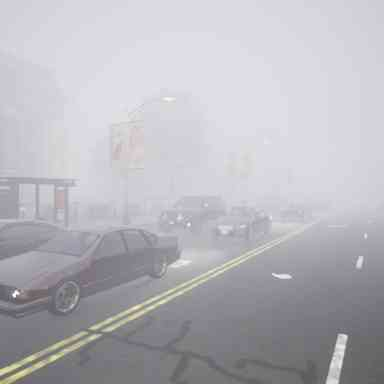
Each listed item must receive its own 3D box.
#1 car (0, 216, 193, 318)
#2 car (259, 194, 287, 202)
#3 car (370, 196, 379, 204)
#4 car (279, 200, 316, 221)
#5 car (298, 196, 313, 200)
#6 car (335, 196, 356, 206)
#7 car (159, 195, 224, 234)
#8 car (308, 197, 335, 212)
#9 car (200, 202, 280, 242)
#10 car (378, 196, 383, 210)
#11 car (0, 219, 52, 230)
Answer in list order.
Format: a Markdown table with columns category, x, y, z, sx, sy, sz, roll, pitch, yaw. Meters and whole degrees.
| category | x | y | z | sx | sy | sz | roll | pitch | yaw |
| --- | --- | --- | --- | --- | --- | --- | --- | --- | --- |
| car | -2.241 | 1.550 | 7.934 | 2.033 | 1.411 | 5.357 | 0 | 0 | 29 |
| car | 8.422 | 1.233 | 34.442 | 2.150 | 2.045 | 5.566 | 0 | 0 | 29 |
| car | 36.942 | 1.616 | 63.796 | 4.718 | 1.301 | 1.895 | 0 | 0 | -31 |
| car | 8.832 | 1.611 | 27.960 | 1.895 | 1.301 | 4.718 | 0 | 0 | 29 |
| car | 16.716 | 1.369 | 48.695 | 2.097 | 1.767 | 4.553 | 0 | 0 | 33 |
| car | 24.823 | 1.619 | 53.852 | 1.895 | 1.301 | 4.718 | 0 | 0 | 43 |
| car | 0.223 | 1.226 | 19.646 | 2.150 | 2.045 | 5.566 | 0 | 0 | 28 |
| car | 15.623 | 1.615 | 40.142 | 1.895 | 1.301 | 4.718 | 0 | 0 | 29 |
| car | 2.608 | 1.497 | 16.703 | 2.128 | 1.511 | 4.902 | 0 | 0 | 29 |
| car | 24.600 | 1.540 | 41.391 | 1.812 | 1.442 | 4.674 | 0 | 0 | 31 |
| car | -5.407 | 1.529 | 9.442 | 1.812 | 1.442 | 4.674 | 0 | 0 | 29 |
